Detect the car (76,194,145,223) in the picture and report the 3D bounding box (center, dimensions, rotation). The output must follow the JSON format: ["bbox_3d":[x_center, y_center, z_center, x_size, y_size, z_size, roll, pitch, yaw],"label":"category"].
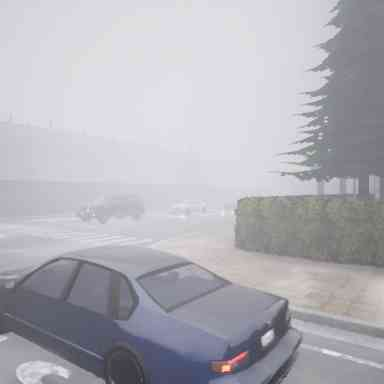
[{"bbox_3d":[-5.966,1.158,25.230,2.150,2.045,5.566,0,0,35],"label":"car"}]

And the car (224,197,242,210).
[{"bbox_3d":[5.795,1.414,41.714,1.882,1.535,5.008,0,0,36],"label":"car"}]

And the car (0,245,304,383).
[{"bbox_3d":[-1.236,1.546,4.914,5.357,1.411,2.033,0,0,36],"label":"car"}]

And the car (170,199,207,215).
[{"bbox_3d":[-0.225,1.462,33.248,1.812,1.442,4.674,0,0,35],"label":"car"}]
